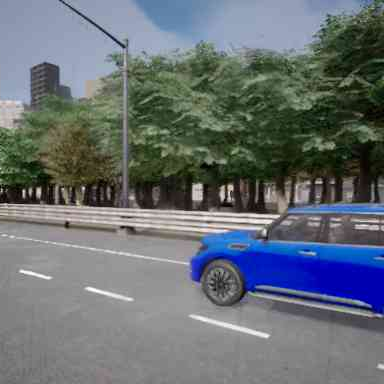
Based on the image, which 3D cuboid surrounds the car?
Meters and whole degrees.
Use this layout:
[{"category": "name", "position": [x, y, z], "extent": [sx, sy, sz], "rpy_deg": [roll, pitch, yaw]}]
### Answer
[{"category": "car", "position": [2.597, 1.223, 6.315], "extent": [5.566, 2.045, 2.150], "rpy_deg": [0, 0, 36]}]
